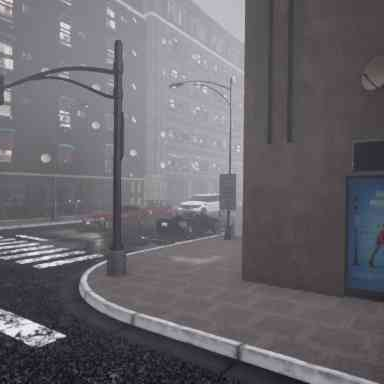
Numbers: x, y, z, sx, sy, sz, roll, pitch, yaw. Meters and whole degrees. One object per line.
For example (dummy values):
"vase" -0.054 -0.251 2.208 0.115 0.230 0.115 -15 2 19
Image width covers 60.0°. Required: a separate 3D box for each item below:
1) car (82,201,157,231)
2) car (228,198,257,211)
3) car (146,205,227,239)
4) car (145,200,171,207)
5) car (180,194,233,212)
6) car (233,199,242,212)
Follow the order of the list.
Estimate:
"car" -4.586 1.487 20.843 1.812 1.442 4.674 1 1 35
"car" 6.228 1.484 40.589 1.802 1.307 4.206 1 1 35
"car" -0.134 1.599 17.759 1.947 1.339 4.313 1 1 35
"car" -3.384 1.362 26.854 1.967 1.590 4.097 1 1 35
"car" 1.080 1.171 28.932 2.150 2.045 5.566 1 1 35
"car" 3.027 1.224 36.009 2.192 1.841 5.009 1 1 35
